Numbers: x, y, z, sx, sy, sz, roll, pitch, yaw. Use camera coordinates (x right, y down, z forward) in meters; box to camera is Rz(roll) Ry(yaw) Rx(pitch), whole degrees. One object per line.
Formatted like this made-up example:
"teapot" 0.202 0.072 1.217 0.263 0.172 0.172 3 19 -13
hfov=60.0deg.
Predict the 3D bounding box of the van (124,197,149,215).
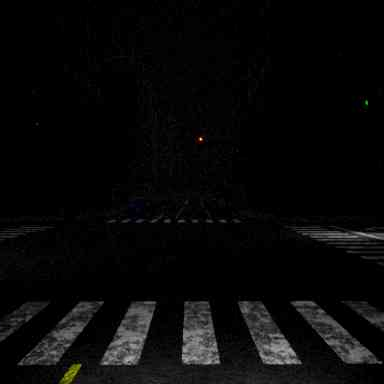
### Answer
"van" -5.684 1.343 33.395 1.690 1.788 3.998 0 0 0

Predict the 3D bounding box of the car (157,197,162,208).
"car" -5.623 1.569 44.732 1.947 1.339 4.313 0 0 0

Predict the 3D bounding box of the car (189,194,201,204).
"car" 0.338 1.566 63.725 1.994 1.385 4.181 0 0 0

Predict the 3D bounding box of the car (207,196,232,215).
"car" 2.842 1.442 33.352 1.967 1.590 4.097 0 0 0

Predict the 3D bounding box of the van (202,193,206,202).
"van" 2.963 1.344 56.028 1.690 1.788 3.998 0 0 0

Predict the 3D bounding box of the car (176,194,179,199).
"car" -5.381 1.307 90.078 2.192 1.841 5.009 0 0 0

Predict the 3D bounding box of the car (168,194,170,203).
"car" -5.533 1.527 61.566 1.752 1.417 4.829 0 0 0

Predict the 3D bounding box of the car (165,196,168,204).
"car" -5.563 1.569 56.068 1.947 1.339 4.313 0 0 0

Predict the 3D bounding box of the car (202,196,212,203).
"car" 3.024 1.552 67.367 2.008 1.369 4.403 0 0 0

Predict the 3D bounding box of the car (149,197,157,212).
"car" -5.654 1.443 39.064 1.967 1.590 4.097 0 0 0

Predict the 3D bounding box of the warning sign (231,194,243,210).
"warning sign" 5.275 1.118 39.333 1.300 1.860 1.060 0 0 0

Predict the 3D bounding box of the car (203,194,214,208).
"car" 2.902 1.443 44.690 1.967 1.590 4.097 0 0 0

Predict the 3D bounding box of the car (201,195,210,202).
"car" 3.084 1.437 78.706 1.967 1.590 4.097 0 0 0

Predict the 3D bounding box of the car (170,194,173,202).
"car" -5.502 1.567 67.404 1.947 1.339 4.313 0 0 0

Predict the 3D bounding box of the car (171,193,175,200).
"car" -5.472 1.544 73.072 1.887 1.381 4.507 0 0 0

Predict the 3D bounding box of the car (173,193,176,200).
"car" -5.442 1.522 78.571 1.752 1.417 4.829 0 0 0

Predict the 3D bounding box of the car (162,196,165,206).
"car" -5.593 1.585 50.400 1.802 1.307 4.206 0 0 0
